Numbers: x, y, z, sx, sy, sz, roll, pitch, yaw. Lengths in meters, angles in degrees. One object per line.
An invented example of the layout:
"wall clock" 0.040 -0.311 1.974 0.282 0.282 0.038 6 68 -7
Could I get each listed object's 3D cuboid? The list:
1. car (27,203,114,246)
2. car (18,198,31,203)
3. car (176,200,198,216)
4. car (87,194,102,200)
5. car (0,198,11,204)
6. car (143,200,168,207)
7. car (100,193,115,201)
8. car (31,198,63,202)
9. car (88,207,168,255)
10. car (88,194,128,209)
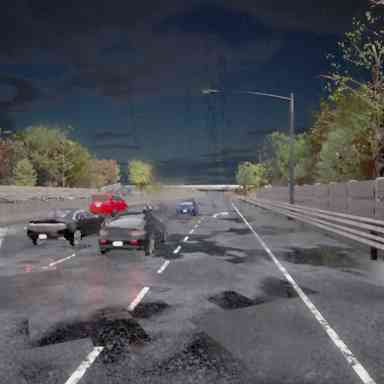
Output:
"car" -5.528 1.496 15.266 2.128 1.511 4.902 0 0 5
"car" -20.694 1.511 43.011 2.128 1.511 4.902 0 0 5
"car" -0.407 1.539 32.304 1.812 1.442 4.674 0 0 5
"car" -23.970 1.200 81.855 1.882 1.535 5.008 0 0 5
"car" -24.410 1.508 40.879 2.128 1.511 4.902 0 0 5
"car" -3.731 1.561 34.332 2.033 1.411 5.357 0 0 5
"car" -20.519 1.240 81.176 2.097 1.767 4.553 0 0 5
"car" -17.322 1.566 41.528 2.033 1.411 5.357 0 0 5
"car" -2.208 1.529 13.186 1.812 1.442 4.674 0 0 5
"car" -7.602 1.231 30.605 2.150 2.045 5.566 0 0 5
